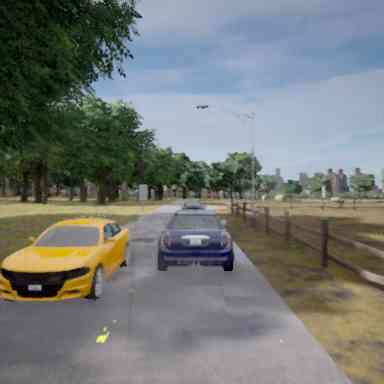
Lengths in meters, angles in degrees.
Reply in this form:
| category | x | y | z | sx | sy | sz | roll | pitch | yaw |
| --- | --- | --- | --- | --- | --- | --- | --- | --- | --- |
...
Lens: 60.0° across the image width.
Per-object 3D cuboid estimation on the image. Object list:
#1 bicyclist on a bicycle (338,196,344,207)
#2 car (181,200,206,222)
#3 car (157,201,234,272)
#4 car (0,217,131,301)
| category | x | y | z | sx | sy | sz | roll | pitch | yaw |
| --- | --- | --- | --- | --- | --- | --- | --- | --- | --- |
| bicyclist on a bicycle | 19.930 | 1.378 | 44.535 | 0.582 | 1.620 | 1.656 | 0 | 0 | 0 |
| car | 0.106 | 1.470 | 26.583 | 1.837 | 1.490 | 4.892 | 0 | 0 | 0 |
| car | 0.101 | 1.328 | 10.849 | 2.097 | 1.767 | 4.553 | 0 | 0 | 0 |
| car | -2.847 | 1.457 | 8.524 | 1.882 | 1.535 | 5.008 | 0 | 0 | 0 |
